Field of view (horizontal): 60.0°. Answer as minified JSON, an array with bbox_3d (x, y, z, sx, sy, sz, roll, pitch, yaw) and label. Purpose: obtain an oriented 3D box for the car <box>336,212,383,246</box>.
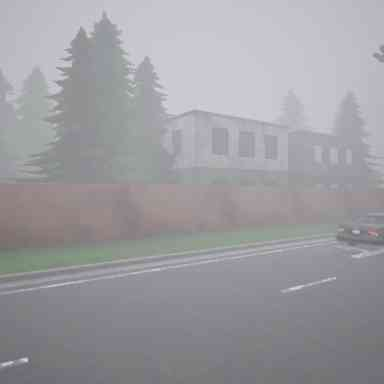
[{"bbox_3d":[8.269,1.560,14.066,5.357,1.411,2.033,0,0,-35],"label":"car"}]
